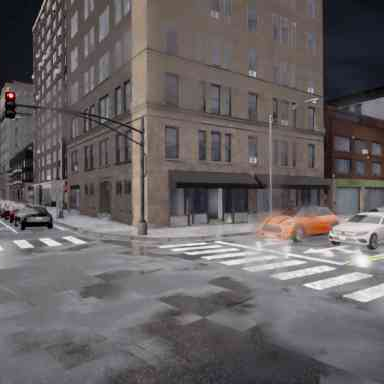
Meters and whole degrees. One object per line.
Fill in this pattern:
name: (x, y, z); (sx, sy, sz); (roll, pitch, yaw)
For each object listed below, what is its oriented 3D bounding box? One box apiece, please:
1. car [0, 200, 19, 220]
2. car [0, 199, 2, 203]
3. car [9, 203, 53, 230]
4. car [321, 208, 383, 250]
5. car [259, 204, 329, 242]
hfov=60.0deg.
car: (-13.123, 1.546, 25.401); (1.887, 1.381, 4.507); (1, 0, -35)
car: (-16.274, 1.552, 29.946); (2.008, 1.369, 4.403); (1, 0, -35)
car: (-9.973, 1.568, 20.855); (1.947, 1.339, 4.313); (1, 0, -35)
car: (8.179, 1.651, 15.077); (4.674, 1.442, 1.812); (0, -1, -34)
car: (5.606, 1.504, 17.260); (4.553, 1.767, 2.097); (0, -1, -35)
